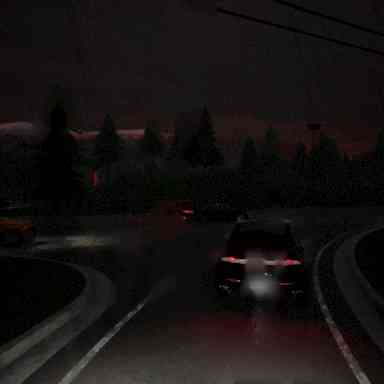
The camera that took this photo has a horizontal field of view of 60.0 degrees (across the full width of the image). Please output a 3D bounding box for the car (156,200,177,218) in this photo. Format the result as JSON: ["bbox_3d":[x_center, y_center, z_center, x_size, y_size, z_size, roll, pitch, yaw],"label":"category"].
[{"bbox_3d":[-0.694,1.476,29.656,5.008,1.535,1.882,0,0,-28],"label":"car"}]

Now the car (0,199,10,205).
[{"bbox_3d":[-26.264,1.561,44.834,1.994,1.385,4.181,0,0,-6],"label":"car"}]

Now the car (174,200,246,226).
[{"bbox_3d":[1.633,1.490,22.966,4.902,1.511,2.128,0,0,-28],"label":"car"}]

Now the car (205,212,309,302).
[{"bbox_3d":[1.782,1.491,8.360,2.128,1.511,4.902,0,0,14],"label":"car"}]

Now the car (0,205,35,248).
[{"bbox_3d":[-9.047,1.477,13.348,5.008,1.535,1.882,0,0,-28],"label":"car"}]
